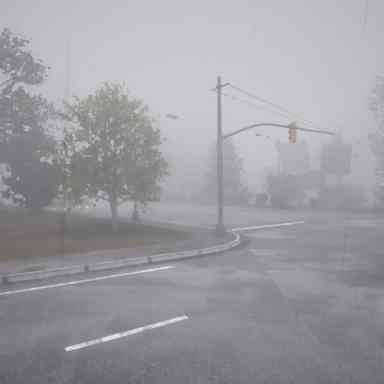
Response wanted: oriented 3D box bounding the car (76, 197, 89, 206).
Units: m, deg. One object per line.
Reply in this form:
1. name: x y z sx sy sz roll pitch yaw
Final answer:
1. car: -18.030 1.485 52.515 2.033 1.411 5.357 -1 0 -39

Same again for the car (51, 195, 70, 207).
1. car: -20.773 1.207 50.340 2.150 2.045 5.566 -1 0 -39
